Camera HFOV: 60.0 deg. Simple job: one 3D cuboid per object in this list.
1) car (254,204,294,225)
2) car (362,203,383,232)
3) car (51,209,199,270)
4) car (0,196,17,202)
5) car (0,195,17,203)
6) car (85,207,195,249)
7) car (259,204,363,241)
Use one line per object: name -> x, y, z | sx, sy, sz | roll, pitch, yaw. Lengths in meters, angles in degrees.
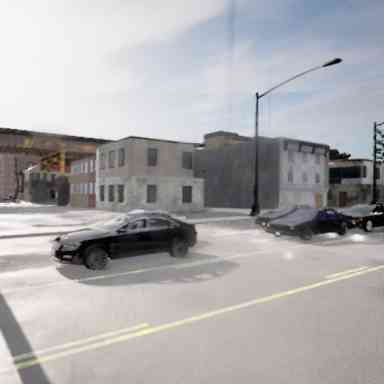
car -> 6.448, 1.510, 21.364 | 5.357, 1.411, 2.033 | 0, 0, -35
car -> 10.460, 1.464, 19.925 | 4.892, 1.490, 1.837 | 0, 0, -36
car -> -2.043, 1.495, 11.119 | 4.902, 1.511, 2.128 | 0, 0, -36
car -> -42.320, 1.589, 76.552 | 1.853, 1.218, 4.536 | 1, 0, -5
car -> -42.317, 1.746, 76.499 | 2.038, 1.542, 4.974 | 1, 0, -5
car -> -2.283, 1.522, 15.239 | 4.674, 1.442, 1.812 | 0, 0, -35
car -> 6.146, 1.521, 16.889 | 5.357, 1.411, 2.033 | 0, 0, -35
